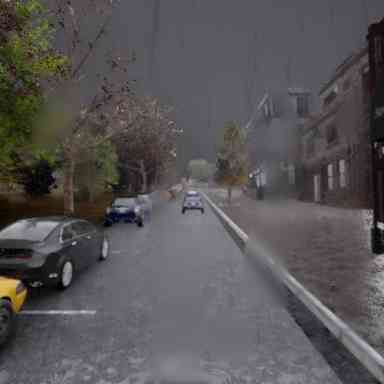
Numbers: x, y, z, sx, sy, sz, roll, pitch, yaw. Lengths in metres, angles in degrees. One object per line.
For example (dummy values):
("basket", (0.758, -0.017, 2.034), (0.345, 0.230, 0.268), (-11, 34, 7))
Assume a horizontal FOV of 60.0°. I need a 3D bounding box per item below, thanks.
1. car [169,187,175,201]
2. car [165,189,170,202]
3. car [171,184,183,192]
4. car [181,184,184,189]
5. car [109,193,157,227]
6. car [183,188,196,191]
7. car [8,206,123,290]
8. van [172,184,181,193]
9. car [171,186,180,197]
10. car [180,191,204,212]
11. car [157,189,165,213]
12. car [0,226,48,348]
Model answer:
("car", (-3.671, 0.465, 42.530), (1.946, 1.575, 5.366), (0, 2, 2))
("car", (-3.672, 0.796, 31.201), (2.231, 1.521, 4.892), (0, 2, 2))
("car", (-3.695, -0.353, 70.182), (2.097, 1.535, 5.008), (0, 2, 2))
("car", (-3.698, -0.773, 75.777), (2.435, 2.045, 5.566), (0, 2, 2))
("car", (-3.666, 0.985, 20.034), (2.185, 1.767, 4.553), (0, 2, 2))
("car", (0.043, 0.487, 43.450), (1.812, 1.442, 4.674), (0, 2, 0))
("car", (-3.639, 1.383, 8.903), (2.231, 1.521, 4.892), (1, 1, 2))
("van", (-3.697, -0.916, 81.433), (1.878, 1.987, 4.442), (0, 2, 2))
("car", (-3.683, 0.175, 53.512), (2.163, 1.488, 4.792), (0, 2, 2))
("car", (0.083, 0.937, 28.609), (2.033, 1.411, 5.357), (0, 2, 0))
("car", (-3.670, 0.828, 25.603), (2.185, 1.767, 4.553), (0, 2, 2))
("car", (-3.632, 1.444, 3.164), (1.946, 1.575, 5.366), (1, 1, 2))
